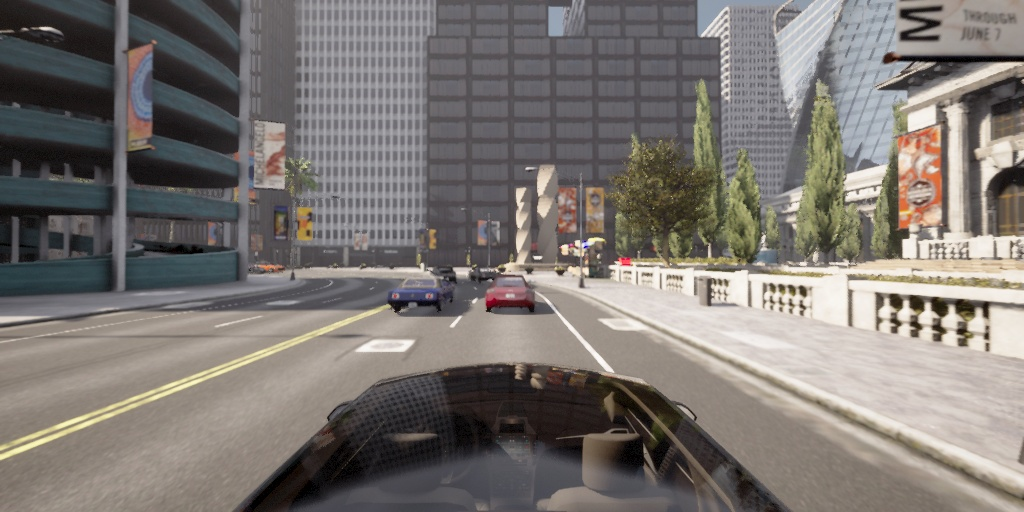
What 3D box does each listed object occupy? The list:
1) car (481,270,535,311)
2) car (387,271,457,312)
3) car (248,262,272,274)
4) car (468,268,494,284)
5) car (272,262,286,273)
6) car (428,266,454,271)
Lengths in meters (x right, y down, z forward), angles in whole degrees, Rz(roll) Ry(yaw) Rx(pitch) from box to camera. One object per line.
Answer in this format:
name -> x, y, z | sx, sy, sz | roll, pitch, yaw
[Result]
car -> -0.089, 1.462, 15.275 | 1.994, 1.385, 4.181 | 0, -1, -1
car -> -3.578, 1.496, 15.084 | 1.895, 1.301, 4.718 | 0, -1, -1
car -> -36.687, 1.766, 49.983 | 4.902, 1.511, 2.128 | 0, -1, 15
car -> -2.494, 1.672, 31.319 | 1.895, 1.301, 4.718 | 0, -1, -19
car -> -36.139, 1.662, 53.443 | 4.553, 1.767, 2.097 | 0, -1, 14
car -> -5.948, 1.570, 30.550 | 1.837, 1.490, 4.892 | 0, 0, -20
